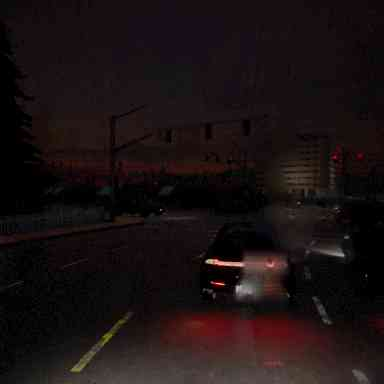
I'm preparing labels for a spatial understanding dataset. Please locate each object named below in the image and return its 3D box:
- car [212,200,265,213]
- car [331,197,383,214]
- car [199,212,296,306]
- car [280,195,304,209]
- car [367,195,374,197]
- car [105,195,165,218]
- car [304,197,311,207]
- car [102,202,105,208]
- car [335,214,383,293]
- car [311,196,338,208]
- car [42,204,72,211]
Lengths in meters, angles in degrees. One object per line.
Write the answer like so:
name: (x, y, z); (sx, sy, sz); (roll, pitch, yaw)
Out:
car: (4.395, 1.530, 31.638); (4.902, 1.511, 2.128); (0, 0, 10)
car: (11.563, 1.373, 21.010); (4.553, 1.767, 2.097); (0, 0, 32)
car: (1.426, 1.492, 8.164); (2.128, 1.511, 4.902); (0, 0, 12)
car: (13.404, 1.505, 45.191); (1.837, 1.490, 4.892); (0, 0, 32)
car: (42.651, 1.525, 79.273); (2.128, 1.511, 4.902); (0, 0, 32)
car: (-5.172, 1.276, 31.445); (5.566, 2.045, 2.150); (0, 0, 32)
car: (18.156, 1.526, 52.891); (1.812, 1.442, 4.674); (0, 0, 32)
car: (-7.923, 1.533, 37.285); (5.008, 1.535, 1.882); (0, 0, 32)
car: (5.178, 1.547, 8.537); (2.033, 1.411, 5.357); (0, 0, 16)
car: (19.176, 1.547, 47.886); (2.033, 1.411, 5.357); (0, 0, 32)
car: (-15.770, 1.547, 38.054); (4.902, 1.511, 2.128); (0, 0, 32)
